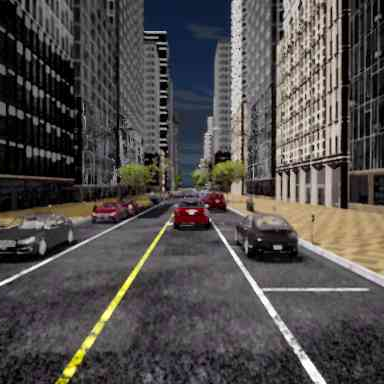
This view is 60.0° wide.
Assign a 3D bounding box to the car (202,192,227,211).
[{"bbox_3d":[2.487,1.040,35.119,2.192,1.841,5.009,-1,0,0],"label":"car"}]

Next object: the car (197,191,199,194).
[{"bbox_3d":[2.326,0.943,63.536,1.967,1.590,4.097,-1,0,0],"label":"car"}]

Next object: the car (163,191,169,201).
[{"bbox_3d":[-6.053,1.064,63.489,2.008,1.369,4.403,-1,0,0],"label":"car"}]

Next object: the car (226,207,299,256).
[{"bbox_3d":[2.620,1.452,12.386,2.008,1.369,4.403,-1,0,0],"label":"car"}]

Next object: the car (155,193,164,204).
[{"bbox_3d":[-5.988,1.168,52.123,1.947,1.339,4.313,-1,0,0],"label":"car"}]

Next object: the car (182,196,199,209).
[{"bbox_3d":[-0.128,1.245,41.096,1.994,1.385,4.181,0,0,0],"label":"car"}]

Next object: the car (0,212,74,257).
[{"bbox_3d":[-5.760,1.461,12.338,2.008,1.369,4.403,-1,0,0],"label":"car"}]

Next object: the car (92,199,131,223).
[{"bbox_3d":[-5.825,1.405,23.706,1.802,1.307,4.206,-1,0,0],"label":"car"}]

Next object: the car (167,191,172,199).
[{"bbox_3d":[-6.119,0.863,74.855,1.967,1.590,4.097,-1,0,0],"label":"car"}]

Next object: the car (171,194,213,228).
[{"bbox_3d":[-0.018,1.191,20.692,2.097,1.767,4.553,0,0,0],"label":"car"}]

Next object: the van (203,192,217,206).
[{"bbox_3d":[2.423,0.978,46.486,1.690,1.788,3.998,-1,0,0],"label":"van"}]

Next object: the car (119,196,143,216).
[{"bbox_3d":[-5.859,1.219,29.388,1.967,1.590,4.097,-1,0,0],"label":"car"}]

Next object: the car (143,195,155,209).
[{"bbox_3d":[-5.922,1.217,40.586,1.752,1.417,4.829,-1,0,0],"label":"car"}]

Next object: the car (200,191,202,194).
[{"bbox_3d":[2.455,0.996,40.802,2.192,1.841,5.009,-1,0,0],"label":"car"}]

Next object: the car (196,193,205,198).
[{"bbox_3d":[2.198,0.874,86.271,2.008,1.369,4.403,-1,0,0],"label":"car"}]

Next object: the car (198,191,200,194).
[{"bbox_3d":[2.392,1.033,52.170,1.967,1.590,4.097,-1,0,0],"label":"car"}]

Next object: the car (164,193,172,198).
[{"bbox_3d":[-6.183,0.915,86.223,1.802,1.307,4.206,-1,0,0],"label":"car"}]
